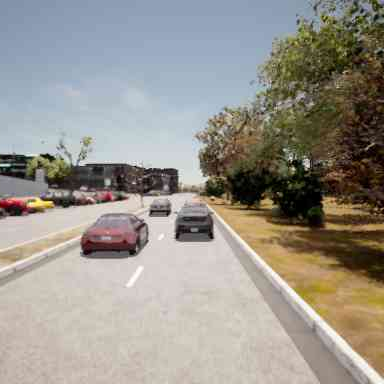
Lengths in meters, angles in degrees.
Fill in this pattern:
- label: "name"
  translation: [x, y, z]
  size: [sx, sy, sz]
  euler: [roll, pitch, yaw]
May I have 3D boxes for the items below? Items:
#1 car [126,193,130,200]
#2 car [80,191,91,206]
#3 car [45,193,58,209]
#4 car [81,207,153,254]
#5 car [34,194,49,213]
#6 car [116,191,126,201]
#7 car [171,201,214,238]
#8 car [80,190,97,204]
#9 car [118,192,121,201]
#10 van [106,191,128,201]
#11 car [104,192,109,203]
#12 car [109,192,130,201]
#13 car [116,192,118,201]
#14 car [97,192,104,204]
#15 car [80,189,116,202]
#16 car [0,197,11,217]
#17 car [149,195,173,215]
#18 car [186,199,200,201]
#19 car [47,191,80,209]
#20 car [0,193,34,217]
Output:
- label: "car"
  translation: [-16.686, 0.896, 70.144]
  size: [5.566, 2.045, 2.435]
  euler: [-1, 0, -20]
- label: "car"
  translation: [-16.750, 1.069, 46.111]
  size: [4.553, 1.767, 2.185]
  euler: [-1, 1, -20]
- label: "car"
  translation: [-16.966, 1.262, 34.034]
  size: [5.366, 1.575, 1.946]
  euler: [-1, 1, -20]
- label: "car"
  translation: [-2.893, 1.513, 13.247]
  size: [1.994, 1.385, 4.181]
  euler: [0, 0, 0]
- label: "car"
  translation: [-16.622, 1.278, 31.168]
  size: [5.366, 1.575, 1.946]
  euler: [-1, 0, -20]
- label: "car"
  translation: [-16.760, 0.901, 67.108]
  size: [5.566, 2.045, 2.435]
  euler: [-1, 0, -20]
- label: "car"
  translation: [0.110, 1.422, 17.239]
  size: [1.837, 1.490, 4.892]
  euler: [0, 1, 0]
- label: "car"
  translation: [-16.809, 1.060, 49.096]
  size: [4.553, 1.767, 2.185]
  euler: [-1, 0, -20]
- label: "car"
  translation: [-16.741, 1.196, 64.112]
  size: [4.674, 1.452, 2.002]
  euler: [-1, 0, -20]
- label: "van"
  translation: [-16.569, 0.916, 73.180]
  size: [4.442, 1.987, 1.878]
  euler: [-1, 0, -19]
- label: "car"
  translation: [-16.794, 1.200, 55.091]
  size: [4.792, 1.488, 2.163]
  euler: [-1, 0, -20]
- label: "car"
  translation: [-16.593, 1.013, 76.158]
  size: [4.553, 1.767, 2.185]
  euler: [-1, 0, -19]
- label: "car"
  translation: [-16.931, 1.160, 61.045]
  size: [5.366, 1.575, 1.946]
  euler: [-1, 0, -20]
- label: "car"
  translation: [-16.779, 1.179, 52.107]
  size: [4.892, 1.521, 2.231]
  euler: [-1, 0, -20]
- label: "car"
  translation: [-16.793, 0.915, 58.094]
  size: [5.566, 2.045, 2.435]
  euler: [-1, 0, -20]
- label: "car"
  translation: [-16.777, 1.365, 25.113]
  size: [4.792, 1.488, 2.163]
  euler: [-1, 0, -20]
- label: "car"
  translation: [-2.883, 1.337, 31.228]
  size: [2.033, 1.411, 5.357]
  euler: [0, 0, 0]
- label: "car"
  translation: [0.119, 1.362, 35.199]
  size: [1.895, 1.301, 4.718]
  euler: [0, 0, 0]
- label: "car"
  translation: [-16.813, 0.972, 40.083]
  size: [5.566, 2.045, 2.435]
  euler: [-1, 1, -20]
- label: "car"
  translation: [-16.779, 1.058, 28.114]
  size: [5.566, 2.045, 2.435]
  euler: [-1, 0, -20]
